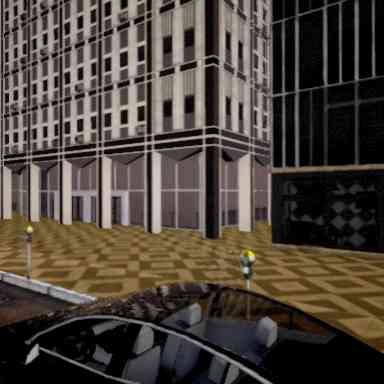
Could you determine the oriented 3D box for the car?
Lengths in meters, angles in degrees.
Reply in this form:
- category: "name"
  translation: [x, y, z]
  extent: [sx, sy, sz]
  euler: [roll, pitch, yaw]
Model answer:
- category: "car"
  translation: [-0.316, 1.566, 3.095]
  extent: [4.313, 1.339, 1.947]
  euler: [0, 0, 35]
